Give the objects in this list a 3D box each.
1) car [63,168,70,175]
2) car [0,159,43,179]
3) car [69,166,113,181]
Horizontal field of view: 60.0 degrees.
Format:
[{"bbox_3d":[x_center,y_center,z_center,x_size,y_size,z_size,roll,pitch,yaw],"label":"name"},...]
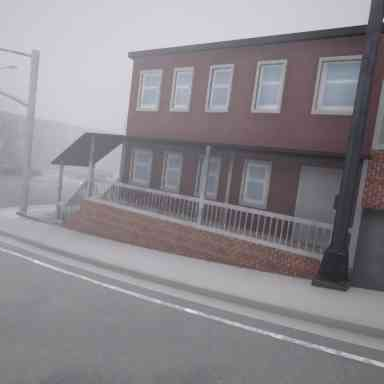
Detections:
[{"bbox_3d":[-14.229,-2.669,42.866,2.033,1.411,5.357,10,6,35],"label":"car"},{"bbox_3d":[-17.434,-2.140,32.493,2.033,1.411,5.357,11,6,37],"label":"car"},{"bbox_3d":[-11.794,-2.177,40.301,1.837,1.490,4.892,11,6,35],"label":"car"}]
